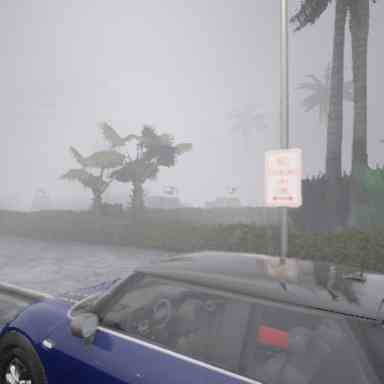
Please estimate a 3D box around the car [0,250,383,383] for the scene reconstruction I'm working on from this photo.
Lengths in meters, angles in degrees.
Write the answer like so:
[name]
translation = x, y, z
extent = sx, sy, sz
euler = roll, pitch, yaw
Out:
[car]
translation = 0.063, 1.382, 3.199
extent = 4.553, 1.767, 2.097
euler = 0, -1, 37
